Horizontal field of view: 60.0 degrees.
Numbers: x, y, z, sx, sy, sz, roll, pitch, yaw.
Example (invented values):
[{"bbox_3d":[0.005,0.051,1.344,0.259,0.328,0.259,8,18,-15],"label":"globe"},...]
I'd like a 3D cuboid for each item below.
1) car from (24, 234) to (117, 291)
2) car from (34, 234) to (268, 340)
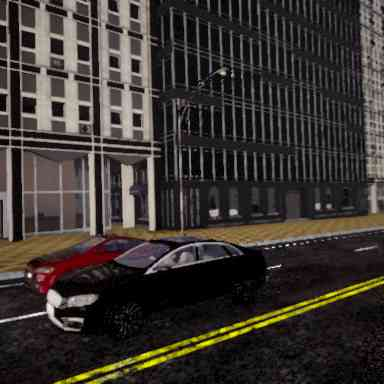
[{"bbox_3d":[-2.525,1.950,9.659,4.181,1.385,1.994,0,-2,-37],"label":"car"},{"bbox_3d":[-0.460,1.755,7.152,4.902,1.511,2.128,0,-2,-37],"label":"car"}]
